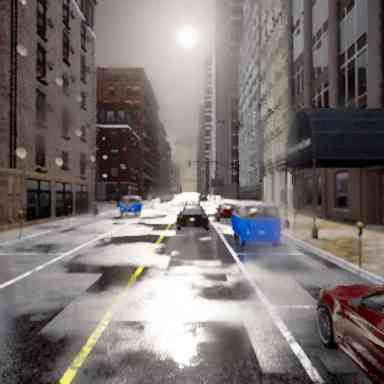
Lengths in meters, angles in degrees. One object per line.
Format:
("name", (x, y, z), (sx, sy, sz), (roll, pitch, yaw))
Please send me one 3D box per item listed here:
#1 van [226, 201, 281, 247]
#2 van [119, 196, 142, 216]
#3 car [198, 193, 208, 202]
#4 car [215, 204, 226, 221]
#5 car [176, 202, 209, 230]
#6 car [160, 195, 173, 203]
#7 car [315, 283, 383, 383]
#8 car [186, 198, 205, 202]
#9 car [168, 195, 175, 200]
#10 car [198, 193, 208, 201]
("van", (2.701, 1.327, 14.690), (1.690, 1.788, 3.998), (1, 0, 0))
("van", (-5.770, 1.310, 31.674), (1.690, 1.788, 3.998), (1, 0, 0))
("car", (2.681, 1.504, 75.249), (1.802, 1.307, 4.206), (1, 0, 0))
("car", (2.694, 1.557, 25.992), (1.802, 1.307, 4.206), (1, 0, 0))
("car", (0.078, 1.542, 20.958), (1.994, 1.385, 4.181), (0, 0, 2))
("car", (-5.697, 1.479, 69.590), (2.008, 1.369, 4.403), (1, 0, 0))
("car", (2.700, 1.579, 3.388), (1.802, 1.307, 4.206), (1, 0, 0))
("car", (0.087, 1.566, 35.272), (1.895, 1.301, 4.718), (0, 0, 0))
("car", (-5.703, 1.484, 92.209), (1.802, 1.307, 4.206), (1, 0, 0))
("car", (2.684, 1.230, 80.904), (2.192, 1.841, 5.009), (1, 0, 0))
